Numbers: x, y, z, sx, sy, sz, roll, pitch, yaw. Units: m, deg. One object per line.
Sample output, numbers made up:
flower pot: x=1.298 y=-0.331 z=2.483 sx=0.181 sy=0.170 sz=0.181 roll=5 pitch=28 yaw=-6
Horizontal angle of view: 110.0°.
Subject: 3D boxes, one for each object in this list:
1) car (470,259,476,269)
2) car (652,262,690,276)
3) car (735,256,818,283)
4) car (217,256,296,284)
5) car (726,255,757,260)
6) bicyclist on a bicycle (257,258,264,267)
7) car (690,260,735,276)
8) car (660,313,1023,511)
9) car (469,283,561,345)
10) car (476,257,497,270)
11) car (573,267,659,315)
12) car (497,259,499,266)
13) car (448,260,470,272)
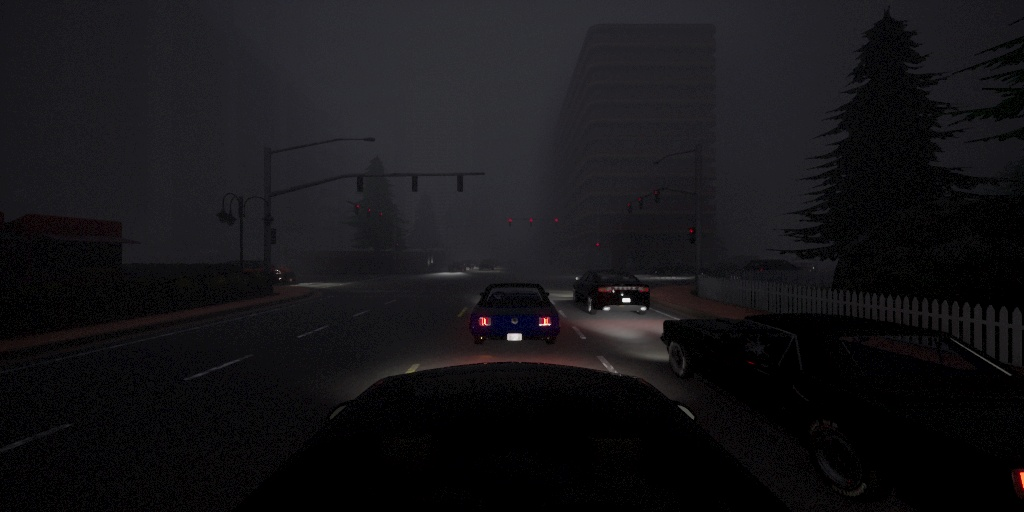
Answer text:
car: x=-7.136 y=1.297 z=56.692 sx=2.033 sy=1.411 sz=5.357 roll=0 pitch=0 yaw=0
car: x=16.561 y=1.295 z=36.469 sx=4.718 sy=1.301 sz=1.895 roll=0 pitch=0 yaw=-14
car: x=19.251 y=1.046 z=26.139 sx=4.553 sy=1.767 sz=2.097 roll=0 pitch=0 yaw=-12
car: x=-17.238 y=1.047 z=24.292 sx=4.553 sy=1.767 sz=2.097 roll=0 pitch=0 yaw=0
car: x=25.618 y=0.916 z=40.077 sx=5.566 sy=2.045 sz=2.150 roll=0 pitch=0 yaw=-31
bicyclist on a bicycle: x=-27.918 y=0.996 z=39.698 sx=0.582 sy=1.620 sz=1.656 roll=0 pitch=0 yaw=0
car: x=19.544 y=1.295 z=33.621 sx=4.718 sy=1.301 sz=1.895 roll=0 pitch=0 yaw=-18
car: x=3.598 y=1.351 z=4.359 sx=1.895 sy=1.301 sz=4.718 roll=0 pitch=0 yaw=0
car: x=0.067 y=1.351 z=9.471 sx=1.895 sy=1.301 sz=4.718 roll=0 pitch=0 yaw=0
car: x=-3.638 y=1.228 z=51.939 sx=1.882 sy=1.535 sz=5.008 roll=0 pitch=0 yaw=0
car: x=3.577 y=1.228 z=13.679 sx=1.882 sy=1.535 sz=5.008 roll=0 pitch=0 yaw=0
car: x=-3.623 y=1.255 z=62.038 sx=1.837 sy=1.490 sz=4.892 roll=0 pitch=0 yaw=0
car: x=-7.137 y=1.351 z=47.040 sx=1.895 sy=1.301 sz=4.718 roll=0 pitch=0 yaw=0
